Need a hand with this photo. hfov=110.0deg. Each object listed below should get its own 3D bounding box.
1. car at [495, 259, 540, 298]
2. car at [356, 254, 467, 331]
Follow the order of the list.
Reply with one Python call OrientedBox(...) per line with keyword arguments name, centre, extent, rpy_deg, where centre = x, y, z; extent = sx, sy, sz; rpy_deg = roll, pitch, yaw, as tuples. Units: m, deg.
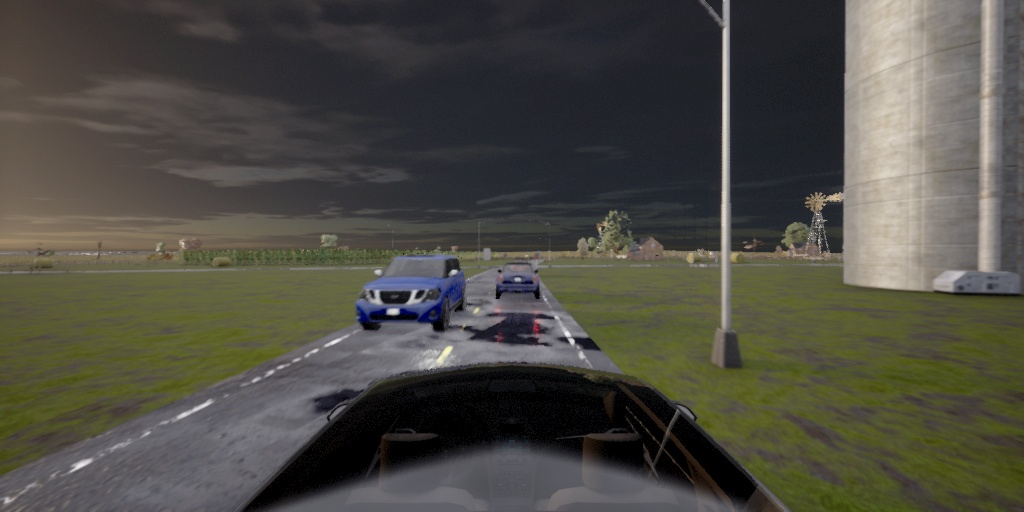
OrientedBox(name="car", centre=(0.302, 1.082, 18.348), extent=(2.097, 1.767, 4.553), rpy_deg=(0, 0, 1))
OrientedBox(name="car", centre=(-2.776, 0.957, 11.247), extent=(2.150, 2.045, 5.566), rpy_deg=(0, 0, 1))
